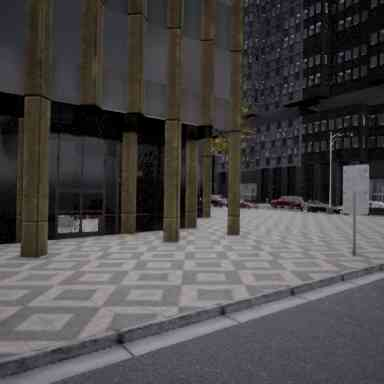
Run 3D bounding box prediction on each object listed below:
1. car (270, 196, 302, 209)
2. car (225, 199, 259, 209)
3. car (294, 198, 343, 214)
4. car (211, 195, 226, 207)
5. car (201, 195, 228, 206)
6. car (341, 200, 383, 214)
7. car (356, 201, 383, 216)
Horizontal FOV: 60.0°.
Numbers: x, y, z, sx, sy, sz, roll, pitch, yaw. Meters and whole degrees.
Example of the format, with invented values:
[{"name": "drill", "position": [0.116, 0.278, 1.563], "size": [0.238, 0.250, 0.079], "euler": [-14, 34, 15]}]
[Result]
[{"name": "car", "position": [13.653, 1.488, 47.724], "size": [2.192, 1.841, 5.009], "euler": [1, -1, -35]}, {"name": "car", "position": [6.705, 1.571, 42.778], "size": [1.802, 1.307, 4.206], "euler": [1, -1, -35]}, {"name": "car", "position": [13.091, 1.540, 33.790], "size": [1.947, 1.339, 4.313], "euler": [1, -1, -35]}, {"name": "car", "position": [3.516, 1.313, 47.276], "size": [2.192, 1.841, 5.009], "euler": [1, -1, -35]}, {"name": "car", "position": [4.076, 1.513, 61.206], "size": [2.192, 1.841, 5.009], "euler": [1, -1, -35]}, {"name": "car", "position": [20.034, 1.708, 38.733], "size": [2.008, 1.369, 4.403], "euler": [1, -1, -35]}, {"name": "car", "position": [16.284, 1.518, 29.295], "size": [2.008, 1.369, 4.403], "euler": [1, -1, -35]}]
